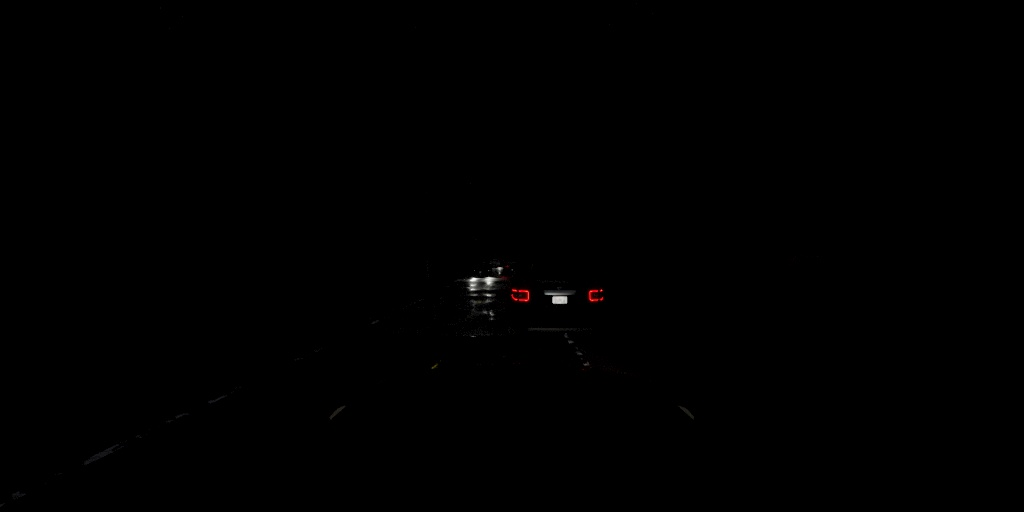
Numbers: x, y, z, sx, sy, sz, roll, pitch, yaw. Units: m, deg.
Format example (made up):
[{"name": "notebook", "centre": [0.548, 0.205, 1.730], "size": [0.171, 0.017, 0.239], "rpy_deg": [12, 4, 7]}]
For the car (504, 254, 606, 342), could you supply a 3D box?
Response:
[{"name": "car", "centre": [0.955, 0.975, 9.873], "size": [2.150, 2.045, 5.566], "rpy_deg": [0, 0, 0]}]

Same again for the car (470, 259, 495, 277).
[{"name": "car", "centre": [-2.891, 1.251, 34.827], "size": [1.837, 1.490, 4.892], "rpy_deg": [0, 0, 0]}]

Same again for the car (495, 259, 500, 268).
[{"name": "car", "centre": [-2.824, 1.261, 60.928], "size": [1.812, 1.442, 4.674], "rpy_deg": [0, 0, 0]}]

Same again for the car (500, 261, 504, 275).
[{"name": "car", "centre": [0.029, 1.223, 38.261], "size": [1.882, 1.535, 5.008], "rpy_deg": [0, 0, 0]}]
